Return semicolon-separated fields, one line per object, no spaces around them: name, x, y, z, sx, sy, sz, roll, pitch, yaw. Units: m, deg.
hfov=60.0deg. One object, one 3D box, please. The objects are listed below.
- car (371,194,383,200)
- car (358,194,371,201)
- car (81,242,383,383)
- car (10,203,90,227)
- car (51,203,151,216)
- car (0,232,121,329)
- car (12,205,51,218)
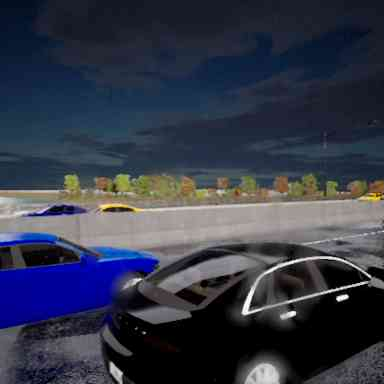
car;25.956;1.025;43.179;4.902;1.511;2.128;-1;0;-34
car;25.471;0.993;47.051;5.008;1.535;1.882;-1;0;-33
car;1.243;1.465;4.619;4.892;1.490;1.837;-1;1;-35
car;-9.684;1.535;22.859;4.718;1.301;1.895;-1;0;-35
car;-4.567;1.401;17.901;5.008;1.535;1.882;-1;0;-35
car;-2.916;1.464;5.956;5.008;1.535;1.882;-1;1;-35
car;-8.111;1.467;19.683;4.674;1.442;1.812;-1;0;-35
